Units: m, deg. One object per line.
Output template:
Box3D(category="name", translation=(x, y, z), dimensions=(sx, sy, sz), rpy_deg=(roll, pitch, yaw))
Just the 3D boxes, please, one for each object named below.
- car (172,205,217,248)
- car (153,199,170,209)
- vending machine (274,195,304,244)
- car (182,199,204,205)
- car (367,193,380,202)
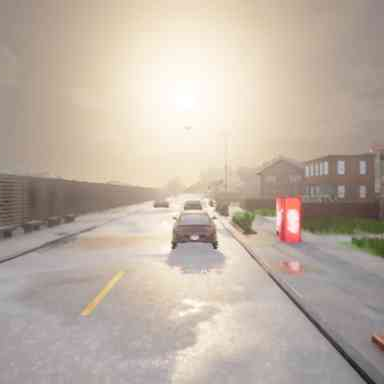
Box3D(category="car", translation=(0.102, 1.523, 14.687), dimensions=(1.812, 1.442, 4.674), rpy_deg=(0, 0, 0))
Box3D(category="car", translation=(-4.048, 1.592, 44.864), dimensions=(1.895, 1.301, 4.718), rpy_deg=(0, 0, 0))
Box3D(category="vending machine", translation=(4.302, 1.193, 14.810), dimensions=(1.100, 2.100, 0.880), rpy_deg=(0, 0, 0))
Box3D(category="car", translation=(0.106, 1.498, 32.986), dimensions=(1.837, 1.490, 4.892), rpy_deg=(0, 0, 0))
Box3D(category="car", translation=(15.539, 0.971, 27.032), dimensions=(1.905, 1.878, 3.866), rpy_deg=(0, 0, 0))
